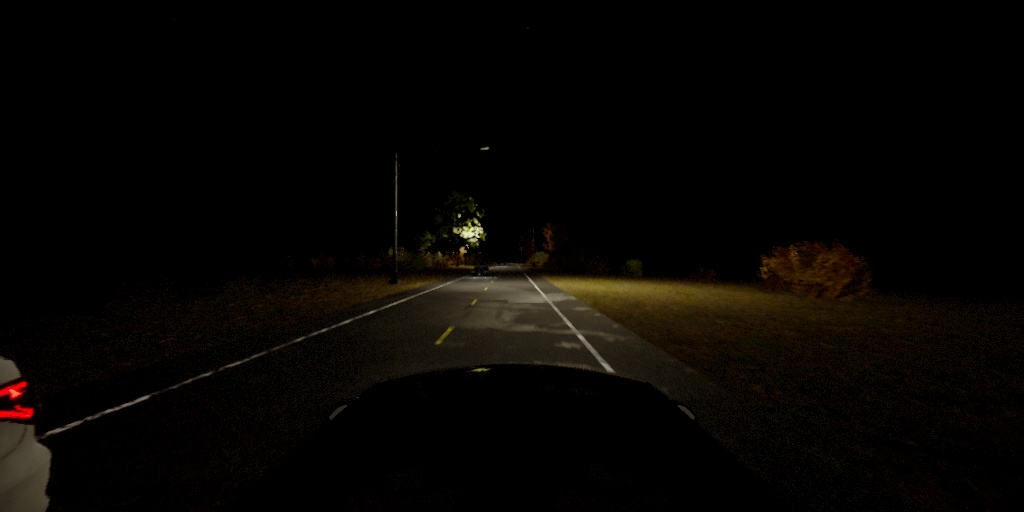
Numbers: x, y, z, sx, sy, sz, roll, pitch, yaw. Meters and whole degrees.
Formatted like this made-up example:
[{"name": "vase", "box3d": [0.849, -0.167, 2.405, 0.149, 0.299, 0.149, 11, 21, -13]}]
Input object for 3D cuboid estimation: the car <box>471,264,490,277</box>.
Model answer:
[{"name": "car", "box3d": [-3.572, 1.677, 42.107, 2.033, 1.411, 5.357, 0, -1, 0]}]
